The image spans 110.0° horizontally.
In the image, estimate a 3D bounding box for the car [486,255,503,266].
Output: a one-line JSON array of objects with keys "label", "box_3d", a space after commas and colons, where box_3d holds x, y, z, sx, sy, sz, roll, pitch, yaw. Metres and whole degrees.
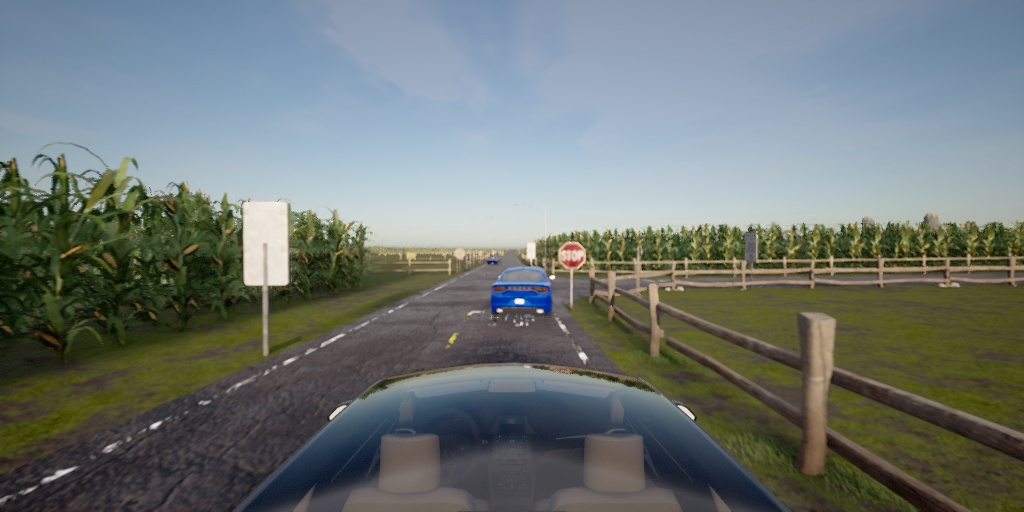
[{"label": "car", "box_3d": [-2.830, 0.788, 53.677, 1.895, 1.301, 4.718, 0, 1, 0]}]

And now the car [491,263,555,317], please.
[{"label": "car", "box_3d": [0.479, 1.113, 12.623, 1.882, 1.535, 5.008, 0, 1, 6]}]
